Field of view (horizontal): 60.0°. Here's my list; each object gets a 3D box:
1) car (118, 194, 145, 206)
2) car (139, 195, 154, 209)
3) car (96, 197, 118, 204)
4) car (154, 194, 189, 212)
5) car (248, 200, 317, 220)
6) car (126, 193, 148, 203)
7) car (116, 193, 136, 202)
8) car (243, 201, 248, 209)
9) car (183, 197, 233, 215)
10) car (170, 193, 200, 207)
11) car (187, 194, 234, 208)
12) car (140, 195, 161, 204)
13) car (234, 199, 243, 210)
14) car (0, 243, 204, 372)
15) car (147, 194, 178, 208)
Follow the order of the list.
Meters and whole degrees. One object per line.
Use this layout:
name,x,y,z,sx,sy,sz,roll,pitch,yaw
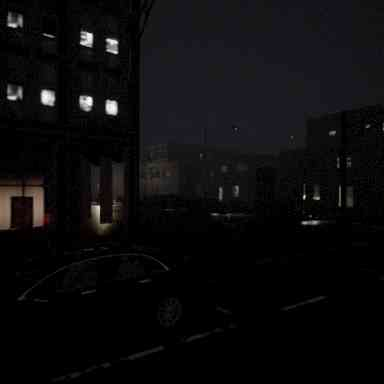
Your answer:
car,-8.013,1.341,45.474,1.887,1.381,4.507,1,0,-35
car,-4.867,1.370,40.918,2.008,1.369,4.403,1,0,-35
car,-14.210,1.279,54.447,1.752,1.417,4.829,1,0,-35
car,-1.718,1.157,36.363,2.192,1.841,5.009,1,0,-35
car,7.535,1.457,27.514,2.033,1.411,5.357,0,0,-35
car,-10.553,1.089,63.904,2.192,1.841,5.009,1,0,-35
car,-13.699,1.069,68.460,2.192,1.841,5.009,1,0,-35
car,8.227,1.433,36.706,1.752,1.417,4.829,1,0,-35
car,1.426,1.417,31.806,2.008,1.369,4.403,1,0,-35
car,-1.114,1.154,50.235,2.192,1.841,5.009,1,0,-35
car,1.860,1.344,35.724,1.882,1.535,5.008,0,0,-35
car,-7.505,1.320,59.487,1.752,1.417,4.829,1,0,-35
car,5.177,1.466,41.123,1.802,1.307,4.206,1,0,-35
car,-1.837,1.550,5.245,4.403,1.369,2.008,0,0,-36
car,-3.929,1.176,44.136,2.097,1.767,4.553,0,0,-35
